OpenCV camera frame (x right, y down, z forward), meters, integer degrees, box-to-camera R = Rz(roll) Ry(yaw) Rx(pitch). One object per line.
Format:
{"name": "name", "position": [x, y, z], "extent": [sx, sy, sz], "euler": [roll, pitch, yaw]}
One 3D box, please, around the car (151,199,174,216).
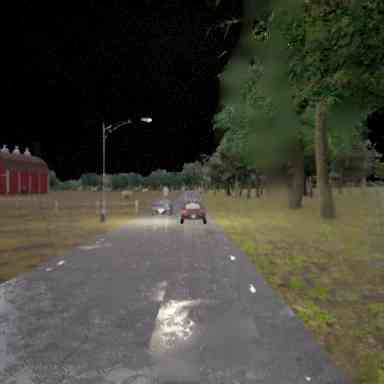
{"name": "car", "position": [-2.749, 1.470, 31.819], "extent": [2.128, 1.511, 4.902], "euler": [0, 0, 0]}

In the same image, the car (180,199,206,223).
{"name": "car", "position": [0.102, 1.480, 24.999], "extent": [1.812, 1.442, 4.674], "euler": [0, 0, 0]}

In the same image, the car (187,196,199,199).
{"name": "car", "position": [0.101, 1.271, 42.238], "extent": [2.097, 1.767, 4.553], "euler": [0, 0, 0]}
